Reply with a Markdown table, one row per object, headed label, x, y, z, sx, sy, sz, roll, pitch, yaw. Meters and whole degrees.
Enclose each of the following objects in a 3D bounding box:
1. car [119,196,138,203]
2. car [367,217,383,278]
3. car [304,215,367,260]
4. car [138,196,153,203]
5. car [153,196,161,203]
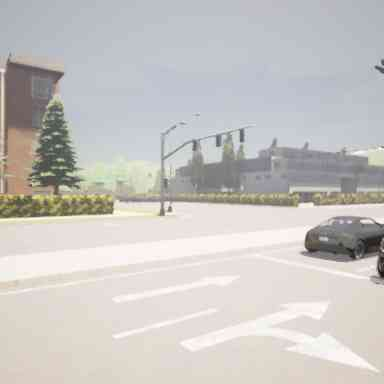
| label | x | y | z | sx | sy | sz | roll | pitch | yaw |
| --- | --- | --- | --- | --- | --- | --- | --- | --- | --- |
| car | -13.692 | 1.575 | 69.871 | 1.837 | 1.490 | 4.892 | 0 | 0 | -34 |
| car | 6.937 | 1.376 | 8.884 | 4.553 | 1.767 | 2.097 | 0 | 0 | -36 |
| car | 6.153 | 1.591 | 12.676 | 4.181 | 1.385 | 1.994 | 0 | 0 | -37 |
| car | -11.060 | 1.608 | 72.220 | 2.128 | 1.511 | 4.902 | 0 | 0 | -34 |
| car | -8.273 | 1.643 | 74.345 | 1.994 | 1.385 | 4.181 | 0 | 0 | -34 |
